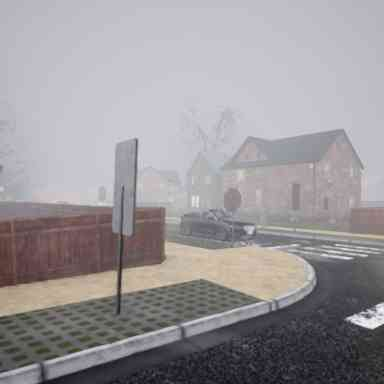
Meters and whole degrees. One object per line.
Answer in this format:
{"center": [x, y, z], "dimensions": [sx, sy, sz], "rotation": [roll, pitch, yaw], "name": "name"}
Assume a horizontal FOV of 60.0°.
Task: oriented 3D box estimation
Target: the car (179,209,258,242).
{"center": [1.235, 1.620, 17.155], "dimensions": [2.128, 1.511, 4.902], "rotation": [3, -2, -36], "name": "car"}

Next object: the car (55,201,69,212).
{"center": [-18.570, 2.030, 47.722], "dimensions": [2.097, 1.767, 4.553], "rotation": [3, -2, -28], "name": "car"}
